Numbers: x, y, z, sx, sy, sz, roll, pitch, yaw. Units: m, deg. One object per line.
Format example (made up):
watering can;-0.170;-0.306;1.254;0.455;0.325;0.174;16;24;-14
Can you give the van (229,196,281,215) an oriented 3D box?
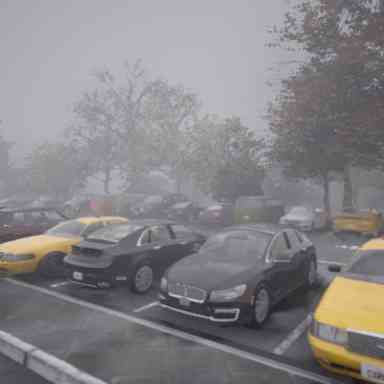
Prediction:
van;4.458;1.234;21.244;1.878;1.987;4.442;0;0;36

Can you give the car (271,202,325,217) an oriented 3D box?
car;6.643;1.513;19.538;2.002;1.452;4.674;0;0;36

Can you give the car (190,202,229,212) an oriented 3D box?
car;2.239;1.488;22.688;2.002;1.452;4.674;0;0;36

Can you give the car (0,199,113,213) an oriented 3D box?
car;-5.495;1.324;12.103;2.185;1.767;4.553;0;0;36

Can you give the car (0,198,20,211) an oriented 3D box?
car;-24.869;1.593;42.109;2.097;1.535;5.008;-1;0;36

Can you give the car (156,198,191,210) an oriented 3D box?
car;-0.016;1.435;24.300;2.097;1.535;5.008;0;0;36

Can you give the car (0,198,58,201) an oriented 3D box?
car;-7.751;1.311;13.720;2.185;1.767;4.553;0;0;36

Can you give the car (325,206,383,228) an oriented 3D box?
car;8.991;1.486;17.846;2.097;1.535;5.008;0;0;36

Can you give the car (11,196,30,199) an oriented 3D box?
car;-15.864;1.460;35.436;1.946;1.575;5.366;-1;0;36

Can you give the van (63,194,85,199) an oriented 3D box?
van;-9.194;1.159;30.740;1.878;1.987;4.442;0;0;36

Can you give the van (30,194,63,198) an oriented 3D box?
van;-13.577;1.206;33.880;1.878;1.987;4.442;-1;0;36

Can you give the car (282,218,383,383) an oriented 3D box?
car;3.441;1.497;5.510;1.946;1.575;5.366;0;0;36

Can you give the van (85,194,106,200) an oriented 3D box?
van;-6.699;1.172;29.239;1.878;1.987;4.442;0;0;36

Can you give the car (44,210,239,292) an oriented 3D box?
car;-0.967;1.476;8.889;2.231;1.521;4.892;0;0;36

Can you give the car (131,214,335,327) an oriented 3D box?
car;1.297;1.488;7.283;2.231;1.521;4.892;0;0;36

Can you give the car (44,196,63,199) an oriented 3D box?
car;-11.252;1.399;32.365;2.097;1.535;5.008;-1;0;36

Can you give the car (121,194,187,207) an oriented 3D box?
car;-2.381;1.171;25.967;2.435;2.045;5.566;0;0;36

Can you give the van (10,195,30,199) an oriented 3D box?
van;-17.943;1.270;37.297;1.878;1.987;4.442;-1;0;36

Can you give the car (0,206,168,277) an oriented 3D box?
car;-3.328;1.459;10.361;1.946;1.575;5.366;0;0;36

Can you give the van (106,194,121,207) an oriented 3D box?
van;-4.549;1.184;27.698;1.878;1.987;4.442;0;0;36
